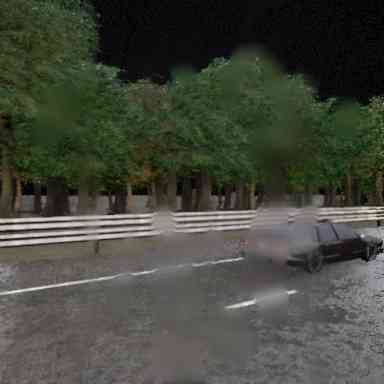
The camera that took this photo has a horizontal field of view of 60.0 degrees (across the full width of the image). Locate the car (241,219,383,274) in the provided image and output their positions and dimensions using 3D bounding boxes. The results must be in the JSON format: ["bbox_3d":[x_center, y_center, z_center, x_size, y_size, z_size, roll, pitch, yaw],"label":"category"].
[{"bbox_3d":[4.057,1.606,10.766,5.357,1.411,2.033,1,0,-34],"label":"car"}]
